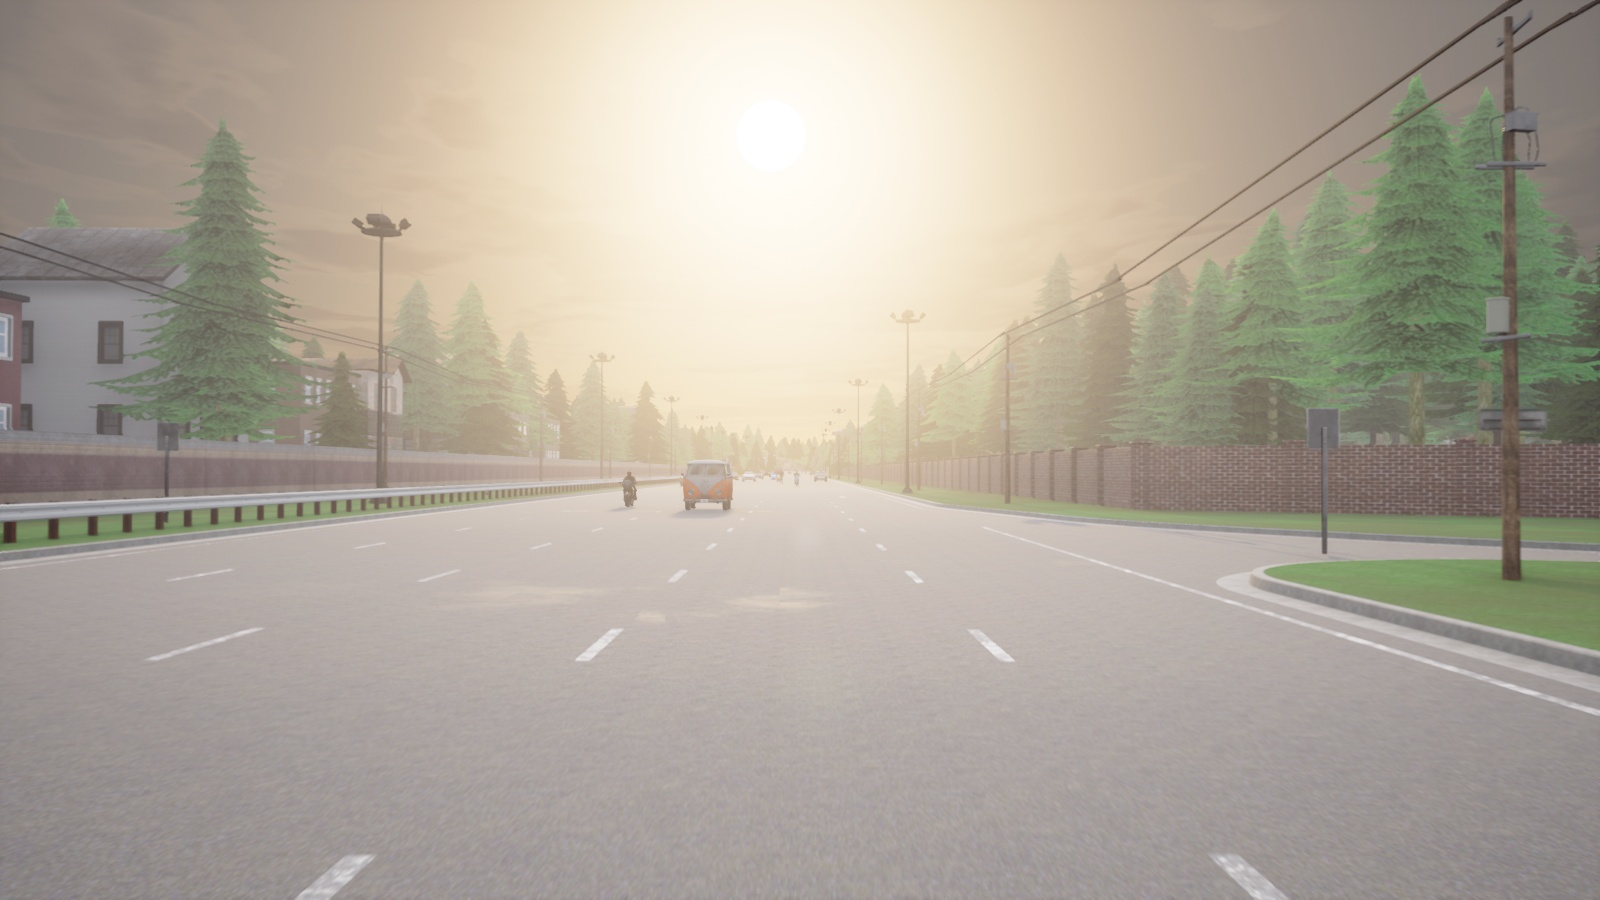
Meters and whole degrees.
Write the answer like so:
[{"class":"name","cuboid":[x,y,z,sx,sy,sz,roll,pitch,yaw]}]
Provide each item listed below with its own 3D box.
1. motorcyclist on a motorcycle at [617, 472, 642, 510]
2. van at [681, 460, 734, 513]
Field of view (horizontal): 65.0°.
[{"class":"motorcyclist on a motorcycle","cuboid":[-7.131,1.705,52.654,0.797,1.523,2.044,0,-1,0]},{"class":"van","cuboid":[-3.622,1.416,49.946,1.775,1.987,4.442,0,-1,0]}]
